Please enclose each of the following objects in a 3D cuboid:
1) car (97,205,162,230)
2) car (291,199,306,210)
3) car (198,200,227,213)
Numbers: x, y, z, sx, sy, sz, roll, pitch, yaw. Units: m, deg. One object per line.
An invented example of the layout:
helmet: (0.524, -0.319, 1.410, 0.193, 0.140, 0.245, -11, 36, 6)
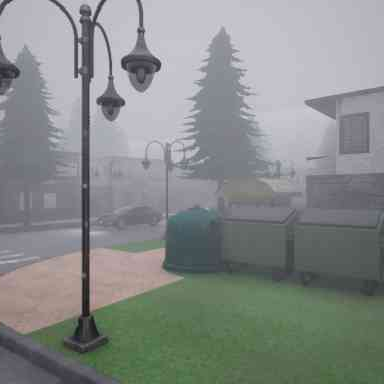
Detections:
car: (-4.204, 1.668, 22.941, 1.837, 1.490, 4.892, 0, 0, 40)
car: (10.195, 1.514, 35.886, 4.553, 1.767, 2.097, 0, 0, -32)
car: (2.143, 1.515, 29.597, 4.553, 1.767, 2.097, 0, 0, -42)
